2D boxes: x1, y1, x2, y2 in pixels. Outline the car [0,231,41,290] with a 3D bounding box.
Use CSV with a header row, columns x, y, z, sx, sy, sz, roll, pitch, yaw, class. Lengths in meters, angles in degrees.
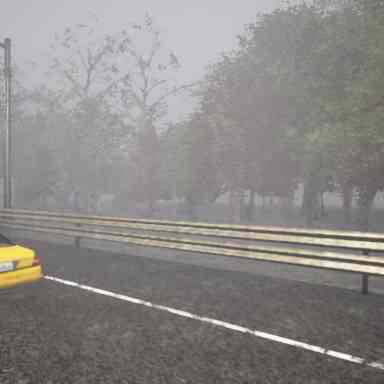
x,y,z,sx,sy,sz,roll,pitch,yaw,class
-5.751,1.436,7.955,5.366,1.575,1.801,0,0,35,car
